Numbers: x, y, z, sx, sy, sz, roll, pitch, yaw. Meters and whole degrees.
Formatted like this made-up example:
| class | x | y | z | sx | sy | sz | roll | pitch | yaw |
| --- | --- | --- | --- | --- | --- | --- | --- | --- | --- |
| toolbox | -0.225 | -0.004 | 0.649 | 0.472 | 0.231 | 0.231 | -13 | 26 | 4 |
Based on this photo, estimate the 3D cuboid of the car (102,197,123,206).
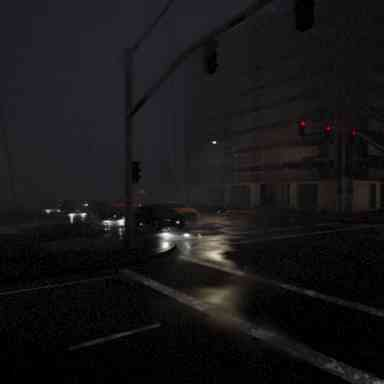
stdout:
| class | x | y | z | sx | sy | sz | roll | pitch | yaw |
| --- | --- | --- | --- | --- | --- | --- | --- | --- | --- |
| car | -13.348 | 1.574 | 55.765 | 1.812 | 1.442 | 4.674 | 0 | 0 | -35 |

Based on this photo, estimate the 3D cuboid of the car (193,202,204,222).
| class | x | y | z | sx | sy | sz | roll | pitch | yaw |
| --- | --- | --- | --- | --- | --- | --- | --- | --- | --- |
| car | -1.485 | 1.529 | 26.661 | 1.882 | 1.535 | 5.008 | 0 | 0 | -35 |

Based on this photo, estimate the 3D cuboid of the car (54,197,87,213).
| class | x | y | z | sx | sy | sz | roll | pitch | yaw |
| --- | --- | --- | --- | --- | --- | --- | --- | --- | --- |
| car | -13.758 | 1.599 | 37.899 | 2.033 | 1.411 | 5.357 | 0 | 0 | -35 |

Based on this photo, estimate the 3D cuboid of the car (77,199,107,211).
| class | x | y | z | sx | sy | sz | roll | pitch | yaw |
| --- | --- | --- | --- | --- | --- | --- | --- | --- | --- |
| car | -12.947 | 1.598 | 42.800 | 2.033 | 1.411 | 5.357 | 0 | 0 | -35 |

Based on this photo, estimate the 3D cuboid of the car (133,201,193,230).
| class | x | y | z | sx | sy | sz | roll | pitch | yaw |
| --- | --- | --- | --- | --- | --- | --- | --- | --- | --- |
| car | -2.254 | 1.557 | 21.702 | 1.837 | 1.490 | 4.892 | 0 | 0 | -36 |

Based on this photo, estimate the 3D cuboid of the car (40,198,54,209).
| class | x | y | z | sx | sy | sz | roll | pitch | yaw |
| --- | --- | --- | --- | --- | --- | --- | --- | --- | --- |
| car | -19.807 | 1.529 | 46.472 | 1.882 | 1.535 | 5.008 | 0 | 0 | -35 |

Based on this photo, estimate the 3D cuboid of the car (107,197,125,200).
| class | x | y | z | sx | sy | sz | roll | pitch | yaw |
| --- | --- | --- | --- | --- | --- | --- | --- | --- | --- |
| car | -6.861 | 1.403 | 34.223 | 2.097 | 1.767 | 4.553 | 0 | 0 | -36 |

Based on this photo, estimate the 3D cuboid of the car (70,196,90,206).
| class | x | y | z | sx | sy | sz | roll | pitch | yaw |
| --- | --- | --- | --- | --- | --- | --- | --- | --- | --- |
| car | -19.911 | 1.541 | 58.954 | 2.128 | 1.511 | 4.902 | 0 | 0 | -35 |

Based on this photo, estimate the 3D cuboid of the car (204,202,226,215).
| class | x | y | z | sx | sy | sz | roll | pitch | yaw |
| --- | --- | --- | --- | --- | --- | --- | --- | --- | --- |
| car | 1.416 | 1.649 | 34.932 | 1.895 | 1.301 | 4.718 | 0 | 0 | -35 |

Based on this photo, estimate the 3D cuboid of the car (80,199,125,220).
| class | x | y | z | sx | sy | sz | roll | pitch | yaw |
| --- | --- | --- | --- | --- | --- | --- | --- | --- | --- |
| car | -7.898 | 1.599 | 29.639 | 2.033 | 1.411 | 5.357 | 0 | 0 | -35 |
